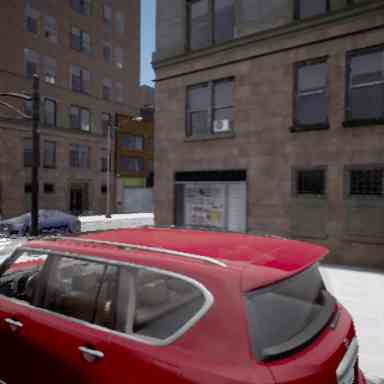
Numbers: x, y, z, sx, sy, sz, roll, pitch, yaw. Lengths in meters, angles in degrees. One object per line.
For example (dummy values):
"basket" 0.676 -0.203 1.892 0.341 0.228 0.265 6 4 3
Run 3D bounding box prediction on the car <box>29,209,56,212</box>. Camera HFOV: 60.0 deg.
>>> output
"car" -8.088 1.605 17.952 1.994 1.385 4.181 1 1 29

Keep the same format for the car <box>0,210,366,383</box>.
"car" -0.904 1.309 3.593 5.009 1.841 2.192 0 1 36
